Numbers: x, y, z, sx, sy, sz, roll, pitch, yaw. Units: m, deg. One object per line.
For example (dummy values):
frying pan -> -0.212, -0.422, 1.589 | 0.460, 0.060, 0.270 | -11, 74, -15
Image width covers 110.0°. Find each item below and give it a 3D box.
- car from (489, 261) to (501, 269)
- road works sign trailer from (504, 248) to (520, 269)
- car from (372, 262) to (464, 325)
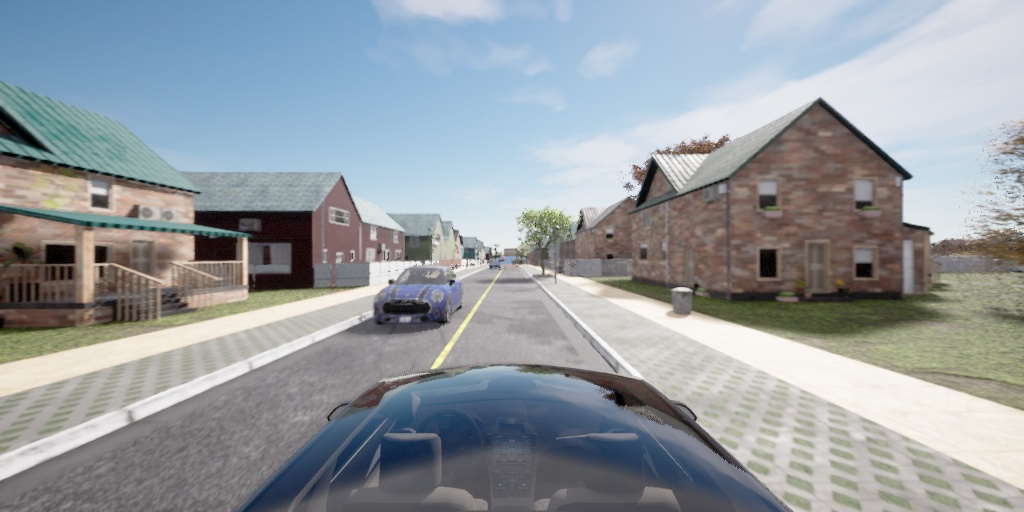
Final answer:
car -> -2.948, 1.556, 62.556 | 2.033, 1.411, 5.357 | 0, 0, 0
road works sign trailer -> -0.167, 0.424, 60.168 | 2.380, 3.560, 2.880 | 0, 0, 0
car -> -2.870, 1.115, 11.868 | 2.097, 1.767, 4.553 | 0, 0, 0
